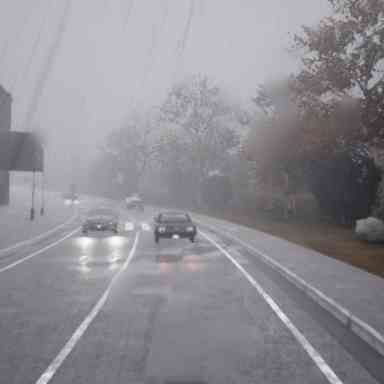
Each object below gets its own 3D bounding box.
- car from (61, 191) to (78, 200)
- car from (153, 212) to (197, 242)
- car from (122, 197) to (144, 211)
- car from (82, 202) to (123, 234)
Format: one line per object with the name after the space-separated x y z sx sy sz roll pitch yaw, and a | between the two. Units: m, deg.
-21.308 0.570 57.761 1.895 1.301 4.718 2 2 -35 | car
-0.990 1.639 16.622 1.895 1.301 4.718 0 0 -8 | car
-6.986 1.349 39.047 1.837 1.490 4.892 1 1 -22 | car
-5.187 1.509 19.363 1.837 1.490 4.892 1 0 -11 | car
